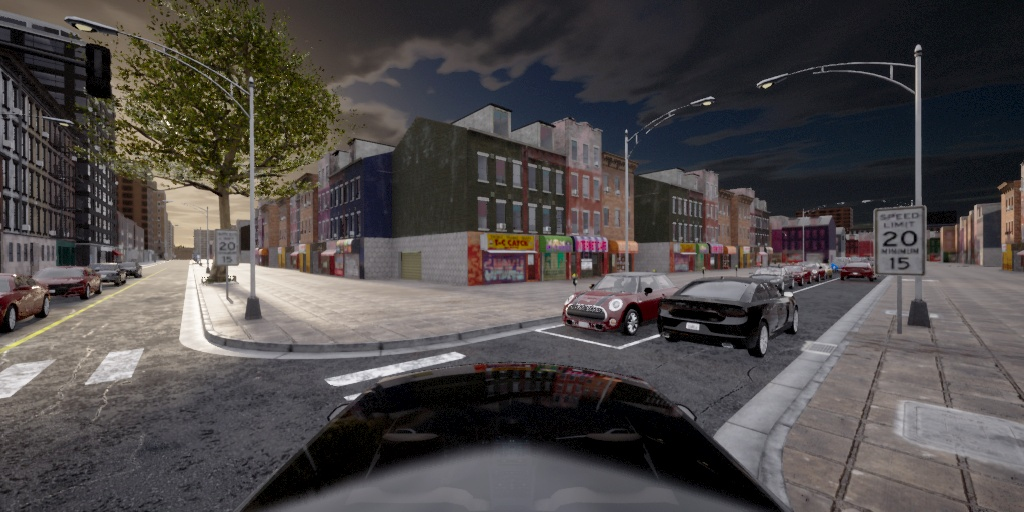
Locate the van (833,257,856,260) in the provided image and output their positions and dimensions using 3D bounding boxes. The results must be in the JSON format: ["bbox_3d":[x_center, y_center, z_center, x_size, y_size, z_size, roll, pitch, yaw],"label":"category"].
[{"bbox_3d":[39.613,1.070,43.075,3.998,1.789,1.690,0,0,-42],"label":"van"}]

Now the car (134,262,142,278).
[{"bbox_3d":[-34.863,1.242,32.339,1.837,1.490,4.892,0,1,-41],"label":"car"}]

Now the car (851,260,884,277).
[{"bbox_3d":[35.987,1.218,36.251,4.902,1.511,2.128,0,0,-42],"label":"car"}]

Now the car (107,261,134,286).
[{"bbox_3d":[-27.948,1.234,24.557,2.128,1.511,4.902,0,0,-42],"label":"car"}]

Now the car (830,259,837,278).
[{"bbox_3d":[27.375,1.258,32.051,4.829,1.417,1.751,0,0,-42],"label":"car"}]

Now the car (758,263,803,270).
[{"bbox_3d":[15.389,1.292,21.254,4.403,1.370,2.007,0,0,-42],"label":"car"}]

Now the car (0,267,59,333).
[{"bbox_3d":[-14.921,1.235,10.016,1.882,1.535,5.008,0,0,-42],"label":"car"}]

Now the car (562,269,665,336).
[{"bbox_3d":[3.277,1.194,10.344,4.097,1.591,1.967,0,0,-42],"label":"car"}]

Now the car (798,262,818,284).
[{"bbox_3d":[19.426,1.283,24.891,4.507,1.381,1.888,0,0,-42],"label":"car"}]

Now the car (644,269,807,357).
[{"bbox_3d":[5.390,1.228,8.698,5.008,1.535,1.882,0,0,-42],"label":"car"}]

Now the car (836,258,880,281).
[{"bbox_3d":[28.474,1.207,29.420,5.008,1.535,1.882,0,0,-41],"label":"car"}]

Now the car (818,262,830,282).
[{"bbox_3d":[23.464,1.175,28.527,4.097,1.591,1.967,0,0,-42],"label":"car"}]

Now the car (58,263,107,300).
[{"bbox_3d":[-21.258,1.226,17.079,1.882,1.535,5.008,0,0,-42],"label":"car"}]
